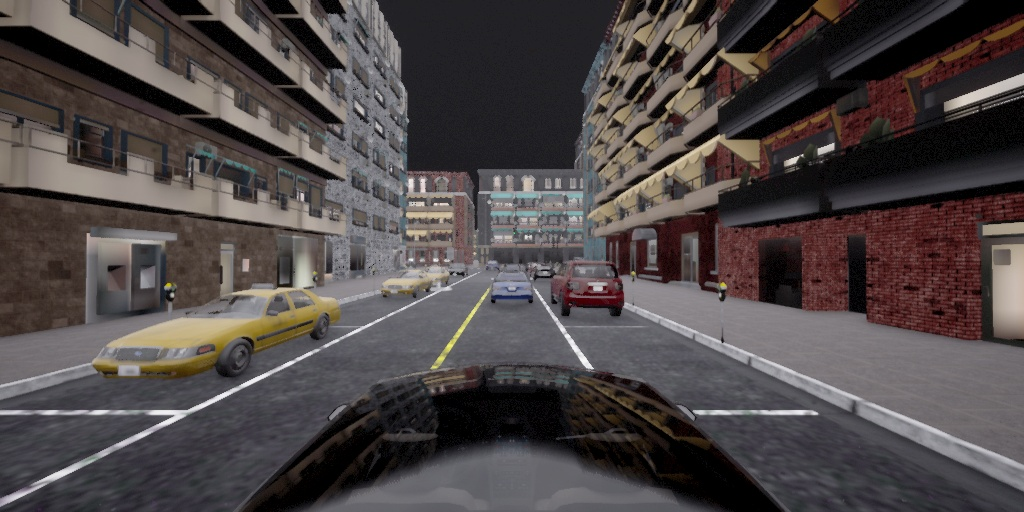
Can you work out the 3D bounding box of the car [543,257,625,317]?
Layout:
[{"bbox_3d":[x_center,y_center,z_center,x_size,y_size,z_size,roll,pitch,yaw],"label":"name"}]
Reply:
[{"bbox_3d":[2.566,1.066,13.145,2.192,1.841,5.009,0,0,0],"label":"car"}]

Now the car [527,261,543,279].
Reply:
[{"bbox_3d":[2.566,1.335,29.835,1.948,1.339,4.313,0,0,0],"label":"car"}]

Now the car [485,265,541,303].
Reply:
[{"bbox_3d":[0.000,1.319,16.501,2.033,1.411,5.357,0,0,0],"label":"car"}]

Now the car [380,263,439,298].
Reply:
[{"bbox_3d":[-5.304,1.281,18.512,1.751,1.417,4.829,0,0,0],"label":"car"}]

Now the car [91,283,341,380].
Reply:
[{"bbox_3d":[-5.320,1.273,7.385,1.751,1.417,4.829,0,0,0],"label":"car"}]

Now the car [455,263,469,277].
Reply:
[{"bbox_3d":[-5.281,1.344,35.375,1.948,1.339,4.313,0,0,0],"label":"car"}]

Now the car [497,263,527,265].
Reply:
[{"bbox_3d":[0.000,1.346,31.503,1.994,1.385,4.181,0,0,0],"label":"car"}]

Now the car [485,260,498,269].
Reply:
[{"bbox_3d":[-2.750,1.372,51.774,1.812,1.442,4.674,0,0,0],"label":"car"}]

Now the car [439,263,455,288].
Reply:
[{"bbox_3d":[-5.295,1.287,24.076,1.751,1.417,4.829,0,0,0],"label":"car"}]
